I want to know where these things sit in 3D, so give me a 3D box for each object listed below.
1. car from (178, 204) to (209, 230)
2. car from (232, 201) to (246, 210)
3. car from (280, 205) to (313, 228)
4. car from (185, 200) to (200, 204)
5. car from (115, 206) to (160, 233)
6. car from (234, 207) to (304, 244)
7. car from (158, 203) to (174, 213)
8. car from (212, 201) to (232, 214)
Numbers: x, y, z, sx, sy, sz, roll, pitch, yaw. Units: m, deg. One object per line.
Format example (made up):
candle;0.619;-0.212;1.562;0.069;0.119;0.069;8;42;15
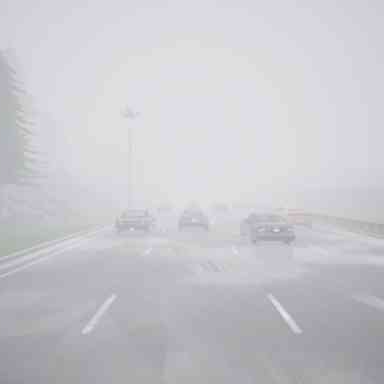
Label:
car;0.099;1.790;23.028;1.994;1.385;4.181;0;-1;0
car;7.088;2.019;50.291;1.812;1.442;4.674;0;0;0
car;7.100;1.714;24.065;1.882;1.535;5.008;0;-1;0
car;0.080;1.968;46.978;1.837;1.490;4.892;0;0;0
car;-3.402;1.807;20.972;1.895;1.301;4.718;0;-1;0
car;3.600;1.712;16.690;2.033;1.411;5.357;0;-1;0
car;-3.441;2.029;43.700;1.895;1.301;4.718;0;-1;1
car;3.546;1.890;42.008;1.882;1.535;5.008;0;0;1
